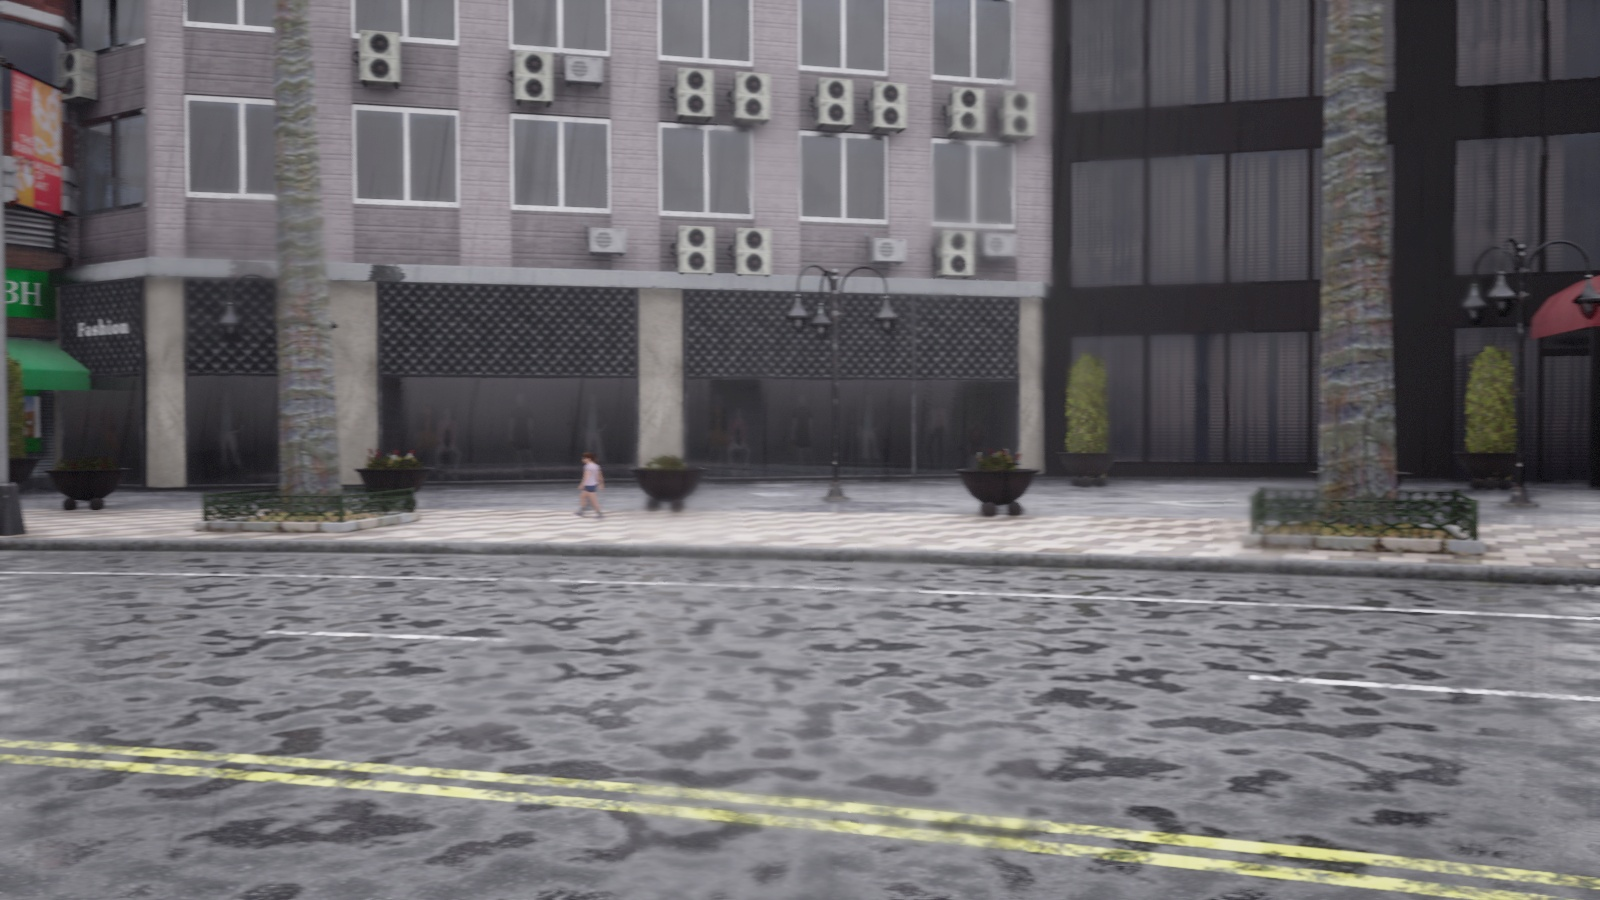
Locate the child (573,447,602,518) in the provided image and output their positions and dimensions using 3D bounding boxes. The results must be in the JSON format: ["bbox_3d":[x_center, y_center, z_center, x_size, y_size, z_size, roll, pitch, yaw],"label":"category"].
[{"bbox_3d":[-3.383,0.511,20.028,0.394,1.110,0.255,0,1,10],"label":"child"}]
